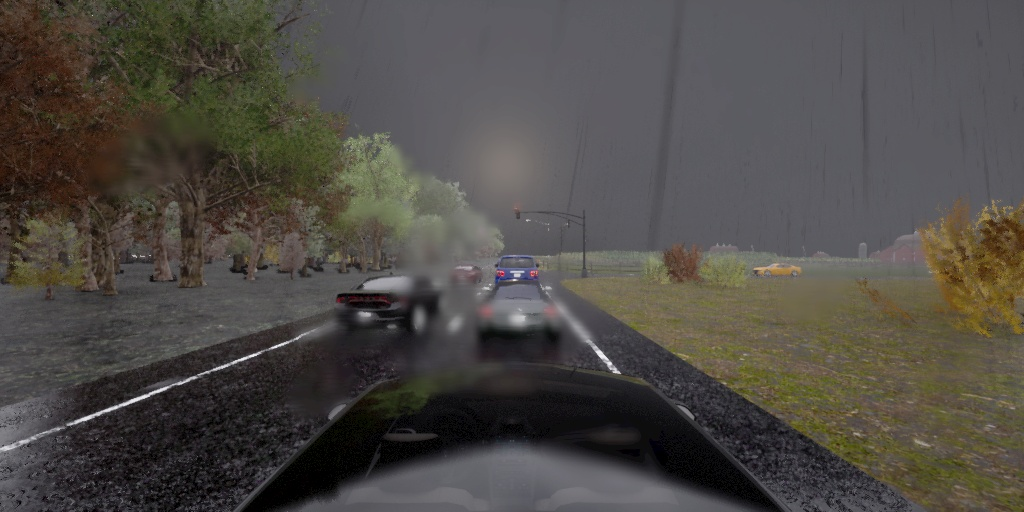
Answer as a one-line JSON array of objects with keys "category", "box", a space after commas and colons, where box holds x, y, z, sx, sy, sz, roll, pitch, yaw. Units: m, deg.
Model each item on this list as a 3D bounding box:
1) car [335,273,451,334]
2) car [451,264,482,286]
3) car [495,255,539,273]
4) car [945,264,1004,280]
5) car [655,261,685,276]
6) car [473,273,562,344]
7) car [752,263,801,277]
[{"category": "car", "box": [-3.314, 1.230, 10.677, 1.882, 1.535, 5.008, 0, -1, 1]}, {"category": "car", "box": [-3.167, 1.282, 25.483, 1.812, 1.442, 4.674, 0, 0, 1]}, {"category": "car", "box": [0.272, 0.976, 19.050, 2.150, 2.045, 5.566, 0, 0, 1]}, {"category": "car", "box": [49.460, 1.848, 37.921, 4.181, 1.385, 1.994, 1, -1, 2]}, {"category": "car", "box": [18.049, 1.354, 42.046, 4.553, 1.767, 2.097, 1, -1, 2]}, {"category": "car", "box": [0.173, 1.316, 9.637, 1.994, 1.385, 4.181, 0, 0, 1]}, {"category": "car", "box": [30.796, 1.618, 41.818, 5.008, 1.535, 1.882, 0, -1, 1]}]
